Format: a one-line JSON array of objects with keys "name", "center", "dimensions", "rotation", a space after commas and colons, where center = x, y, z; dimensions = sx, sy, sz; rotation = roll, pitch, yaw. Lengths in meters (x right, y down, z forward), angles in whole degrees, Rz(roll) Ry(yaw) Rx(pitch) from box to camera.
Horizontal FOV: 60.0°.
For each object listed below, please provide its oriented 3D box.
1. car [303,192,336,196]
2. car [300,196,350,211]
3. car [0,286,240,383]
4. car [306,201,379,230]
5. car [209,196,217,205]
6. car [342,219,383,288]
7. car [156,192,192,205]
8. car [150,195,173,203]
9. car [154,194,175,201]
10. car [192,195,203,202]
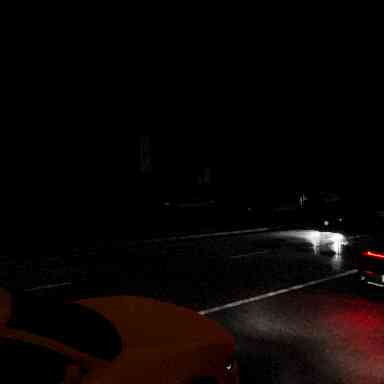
[{"name": "car", "center": [14.838, 0.976, 37.243], "dimensions": [2.150, 2.045, 5.566], "rotation": [-1, 0, -39]}, {"name": "car", "center": [13.175, 1.350, 33.270], "dimensions": [1.994, 1.385, 4.181], "rotation": [-1, 0, -33]}, {"name": "car", "center": [-1.837, 1.478, 2.419], "dimensions": [5.008, 1.535, 1.882], "rotation": [0, 0, -36]}, {"name": "car", "center": [8.775, 1.455, 18.846], "dimensions": [4.181, 1.385, 1.994], "rotation": [-1, 0, -35]}, {"name": "car", "center": [4.581, 1.254, 49.988], "dimensions": [2.128, 1.511, 4.902], "rotation": [-1, 0, -39]}, {"name": "car", "center": [5.869, 1.468, 7.951], "dimensions": [4.892, 1.490, 1.837], "rotation": [0, 0, -36]}, {"name": "car", "center": [-2.939, 1.011, 53.747], "dimensions": [2.150, 2.045, 5.566], "rotation": [-1, 1, -39]}, {"name": "car", "center": [-5.832, 1.276, 63.031], "dimensions": [1.837, 1.490, 4.892], "rotation": [-1, 0, -38]}, {"name": "car", "center": [-6.220, 1.237, 74.781], "dimensions": [2.128, 1.511, 4.902], "rotation": [-1, 0, -38]}, {"name": "car", "center": [0.129, 1.308, 67.003], "dimensions": [1.895, 1.301, 4.718], "rotation": [-1, 0, -39]}]
